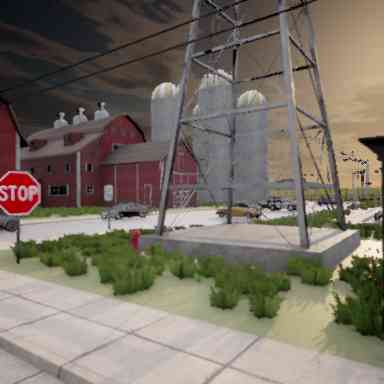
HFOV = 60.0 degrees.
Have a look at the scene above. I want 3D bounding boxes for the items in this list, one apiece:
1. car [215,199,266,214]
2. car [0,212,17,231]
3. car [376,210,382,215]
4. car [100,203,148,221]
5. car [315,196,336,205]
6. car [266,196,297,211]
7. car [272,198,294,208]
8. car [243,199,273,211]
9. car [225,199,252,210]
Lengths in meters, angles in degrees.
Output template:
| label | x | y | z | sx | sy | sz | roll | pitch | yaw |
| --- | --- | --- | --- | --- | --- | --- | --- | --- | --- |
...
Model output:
| label | x | y | z | sx | sy | sz | roll | pitch | yaw |
| --- | --- | --- | --- | --- | --- | --- | --- | --- | --- |
| car | 4.179 | 1.660 | 30.308 | 4.193 | 1.474 | 1.816 | -1 | 0 | 35 |
| car | -12.802 | 1.806 | 20.212 | 1.994 | 1.385 | 4.181 | -1 | 0 | 37 |
| car | 15.422 | 1.534 | 23.942 | 3.905 | 1.438 | 1.784 | -1 | 0 | 35 |
| car | -6.025 | 1.733 | 29.878 | 2.128 | 1.511 | 4.902 | -1 | 0 | 34 |
| car | 25.231 | 1.645 | 61.574 | 4.611 | 1.667 | 2.242 | -1 | 0 | 35 |
| car | 11.408 | 1.475 | 41.702 | 3.866 | 1.878 | 1.905 | -1 | 0 | 35 |
| car | 14.720 | 1.714 | 53.719 | 1.837 | 1.490 | 4.892 | -1 | 0 | 34 |
| car | 9.141 | 1.754 | 45.510 | 2.033 | 1.411 | 5.357 | -1 | 0 | 35 |
| car | 6.843 | 1.752 | 48.502 | 1.837 | 1.490 | 4.892 | -1 | -1 | 35 |
